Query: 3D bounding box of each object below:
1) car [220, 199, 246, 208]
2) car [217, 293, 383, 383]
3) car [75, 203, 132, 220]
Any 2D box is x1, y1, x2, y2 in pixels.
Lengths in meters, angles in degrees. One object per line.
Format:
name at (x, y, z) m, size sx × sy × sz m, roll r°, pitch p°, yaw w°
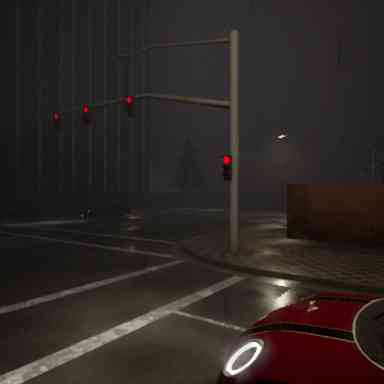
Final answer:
car at (5.783, 1.586, 46.770) m, size 1.895 × 1.301 × 4.718 m, roll 0°, pitch 0°, yaw 36°
car at (2.395, 1.353, 2.249) m, size 4.553 × 1.767 × 2.097 m, roll 0°, pitch 0°, yaw 36°
car at (-7.443, 1.586, 28.222) m, size 1.895 × 1.301 × 4.718 m, roll 0°, pitch 0°, yaw 35°
